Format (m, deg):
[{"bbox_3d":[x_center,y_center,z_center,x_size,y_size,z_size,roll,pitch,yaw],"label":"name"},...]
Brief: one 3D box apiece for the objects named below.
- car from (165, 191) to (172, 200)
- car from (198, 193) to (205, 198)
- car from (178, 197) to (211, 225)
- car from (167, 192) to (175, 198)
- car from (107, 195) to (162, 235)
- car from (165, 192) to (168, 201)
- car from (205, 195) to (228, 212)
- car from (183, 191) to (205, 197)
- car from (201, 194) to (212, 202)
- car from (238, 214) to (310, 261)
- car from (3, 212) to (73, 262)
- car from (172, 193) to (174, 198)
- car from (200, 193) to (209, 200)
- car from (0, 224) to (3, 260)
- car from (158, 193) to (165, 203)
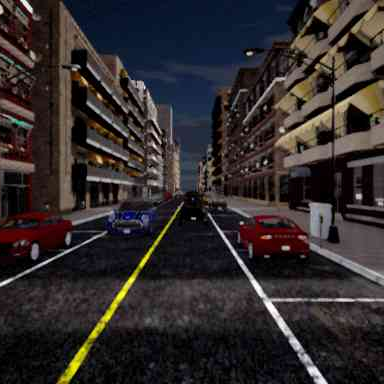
[{"bbox_3d":[-5.693,1.019,68.123,1.887,1.381,4.507,0,0,0],"label":"car"},{"bbox_3d":[2.686,0.881,90.664,1.802,1.307,4.206,0,0,0],"label":"car"},{"bbox_3d":[0.099,1.333,22.416,1.837,1.490,4.892,0,0,0],"label":"car"},{"bbox_3d":[-5.695,0.825,90.497,1.752,1.417,4.829,0,0,0],"label":"car"},{"bbox_3d":[-3.001,1.216,17.624,2.097,1.767,4.553,0,0,0],"label":"car"},{"bbox_3d":[-5.693,1.113,56.851,2.008,1.369,4.403,0,0,0],"label":"car"},{"bbox_3d":[2.690,1.287,34.303,2.008,1.369,4.403,0,0,0],"label":"car"},{"bbox_3d":[0.092,0.906,41.136,2.150,2.045,5.566,0,1,0],"label":"car"},{"bbox_3d":[2.688,1.084,62.484,1.947,1.339,4.313,0,0,0],"label":"car"},{"bbox_3d":[2.691,1.454,11.759,1.887,1.381,4.507,0,0,0],"label":"car"},{"bbox_3d":[-5.689,1.454,11.763,1.887,1.381,4.507,0,0,0],"label":"car"},{"bbox_3d":[-5.693,0.701,79.394,2.192,1.841,5.009,0,0,0],"label":"car"},{"bbox_3d":[2.687,1.012,73.756,1.802,1.307,4.206,0,0,0],"label":"car"},{"bbox_3d":[-5.689,1.392,6.125,1.967,1.590,4.097,0,0,0],"label":"car"},{"bbox_3d":[-5.692,1.156,51.214,2.008,1.369,4.403,0,0,0],"label":"car"}]
